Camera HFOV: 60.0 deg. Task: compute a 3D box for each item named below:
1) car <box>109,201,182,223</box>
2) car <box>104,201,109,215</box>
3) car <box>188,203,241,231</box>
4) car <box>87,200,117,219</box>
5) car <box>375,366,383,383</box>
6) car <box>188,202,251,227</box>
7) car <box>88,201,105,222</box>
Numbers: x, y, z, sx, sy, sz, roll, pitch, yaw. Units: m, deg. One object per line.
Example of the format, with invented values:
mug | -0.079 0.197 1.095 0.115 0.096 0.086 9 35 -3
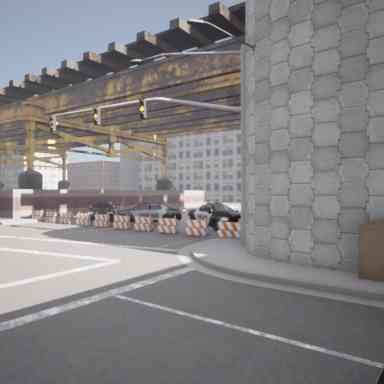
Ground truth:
car | -3.145 1.295 23.205 4.536 1.218 1.853 0 0 0
car | -3.197 1.453 23.205 4.974 1.542 2.038 0 0 0
car | 1.575 1.453 20.627 2.038 1.542 4.974 0 0 -25
car | -6.905 1.295 26.005 1.853 1.218 4.536 0 0 -10
car | 3.477 1.601 1.492 4.718 1.301 1.895 0 0 36
car | 1.553 1.295 20.674 1.853 1.218 4.536 0 0 -25
car | -6.896 1.453 25.954 2.038 1.542 4.974 0 0 -10
